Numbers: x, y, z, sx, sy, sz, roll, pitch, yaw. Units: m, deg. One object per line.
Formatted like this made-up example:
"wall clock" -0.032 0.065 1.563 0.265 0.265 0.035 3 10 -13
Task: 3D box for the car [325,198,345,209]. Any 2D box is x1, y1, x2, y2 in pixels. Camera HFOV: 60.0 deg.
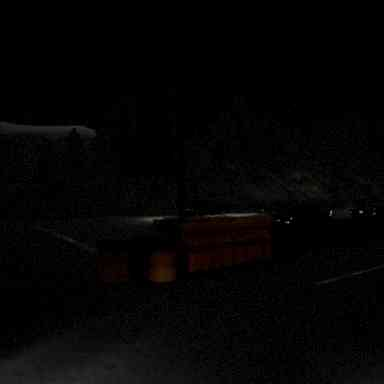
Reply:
"car" 17.433 1.501 41.909 4.181 1.385 1.994 -1 0 -35

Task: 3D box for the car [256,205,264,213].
"car" 9.188 1.603 36.123 4.718 1.301 1.895 0 0 -35

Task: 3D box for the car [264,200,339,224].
"car" 7.321 1.522 21.981 4.892 1.490 1.837 0 0 -35

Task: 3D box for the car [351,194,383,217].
"car" 15.581 1.222 27.782 5.566 2.045 2.150 0 0 -35

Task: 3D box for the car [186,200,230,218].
"car" 1.264 1.494 30.558 5.008 1.535 1.882 0 0 -35
